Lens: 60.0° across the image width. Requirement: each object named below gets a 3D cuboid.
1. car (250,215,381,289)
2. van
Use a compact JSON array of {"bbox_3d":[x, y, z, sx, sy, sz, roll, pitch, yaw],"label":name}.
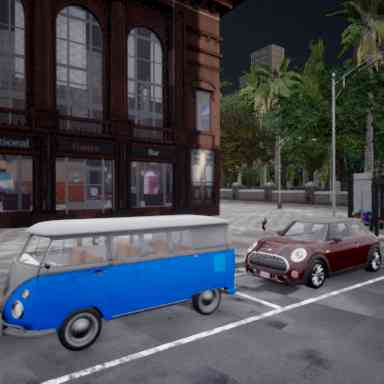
[{"bbox_3d":[3.344,1.438,9.078,4.097,1.590,1.967,0,0,-36],"label":"car"},{"bbox_3d":[-1.058,1.340,5.905,3.998,1.788,1.690,0,0,-36],"label":"van"}]
